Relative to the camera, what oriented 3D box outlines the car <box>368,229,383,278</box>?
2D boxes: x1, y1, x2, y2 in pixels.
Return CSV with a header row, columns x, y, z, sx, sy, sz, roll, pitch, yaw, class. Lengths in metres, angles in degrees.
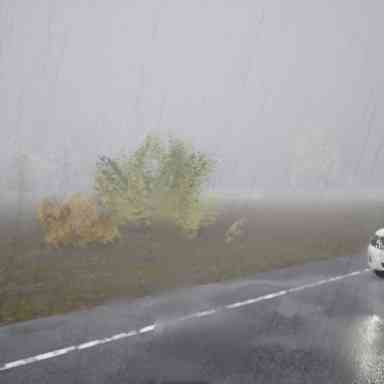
x,y,z,sx,sy,sz,roll,pitch,yaw,class
7.029,1.223,8.964,5.566,2.045,2.150,0,0,-35,car
